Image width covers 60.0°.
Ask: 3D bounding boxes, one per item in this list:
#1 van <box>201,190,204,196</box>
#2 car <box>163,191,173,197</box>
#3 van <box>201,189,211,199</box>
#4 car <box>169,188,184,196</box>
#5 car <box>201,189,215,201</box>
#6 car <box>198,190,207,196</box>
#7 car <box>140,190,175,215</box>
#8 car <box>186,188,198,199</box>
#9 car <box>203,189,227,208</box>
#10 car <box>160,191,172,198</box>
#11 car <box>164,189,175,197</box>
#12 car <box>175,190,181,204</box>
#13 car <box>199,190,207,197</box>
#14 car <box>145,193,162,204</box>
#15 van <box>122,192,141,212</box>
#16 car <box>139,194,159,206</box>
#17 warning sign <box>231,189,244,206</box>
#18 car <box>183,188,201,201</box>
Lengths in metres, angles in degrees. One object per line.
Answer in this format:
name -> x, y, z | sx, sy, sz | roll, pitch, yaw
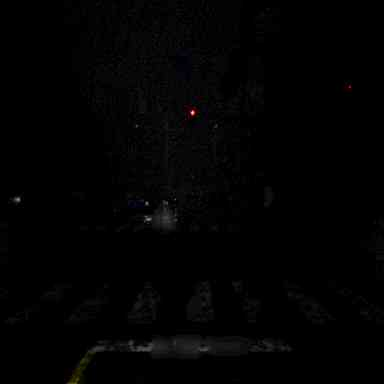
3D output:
van -> 2.695, 0.571, 52.733 | 1.690, 1.788, 3.998 | 0, 1, 0
car -> -5.388, 0.479, 74.358 | 1.947, 1.339, 4.313 | 0, 1, 0
van -> 2.687, 0.413, 63.544 | 1.690, 1.788, 3.998 | 0, 1, 0
car -> -2.743, 0.271, 60.481 | 1.837, 1.490, 4.892 | 0, 1, 0
car -> 2.691, 0.466, 58.138 | 2.192, 1.841, 5.009 | 0, 1, 0
car -> 2.669, 0.195, 85.168 | 1.967, 1.590, 4.097 | 0, 1, 0
car -> -2.847, 0.935, 28.532 | 2.097, 1.767, 4.553 | 0, 1, 0
car -> 0.007, 0.250, 66.344 | 2.150, 2.045, 5.566 | 0, 1, 0
car -> 2.708, 0.782, 36.515 | 2.192, 1.841, 5.009 | 0, 1, 0
car -> -5.390, 0.543, 68.952 | 2.008, 1.369, 4.403 | 0, 1, 0
car -> -5.386, 0.149, 79.760 | 2.192, 1.841, 5.009 | 0, 1, 0
car -> -2.836, 0.847, 44.901 | 1.837, 1.490, 4.892 | 0, 1, 0
car -> 2.674, 0.357, 79.934 | 1.752, 1.417, 4.829 | 0, 1, 0
car -> -5.399, 0.854, 47.330 | 1.887, 1.381, 4.507 | 0, 1, 0
van -> -5.405, 0.887, 31.110 | 1.690, 1.788, 3.998 | 0, 1, 0
car -> -5.401, 0.954, 41.924 | 1.947, 1.339, 4.313 | 0, 1, 0
warning sign -> 4.947, 0.589, 36.056 | 1.300, 1.860, 1.060 | 0, 1, 0
car -> 0.059, 0.528, 56.421 | 2.097, 1.767, 4.553 | 0, 1, 0
